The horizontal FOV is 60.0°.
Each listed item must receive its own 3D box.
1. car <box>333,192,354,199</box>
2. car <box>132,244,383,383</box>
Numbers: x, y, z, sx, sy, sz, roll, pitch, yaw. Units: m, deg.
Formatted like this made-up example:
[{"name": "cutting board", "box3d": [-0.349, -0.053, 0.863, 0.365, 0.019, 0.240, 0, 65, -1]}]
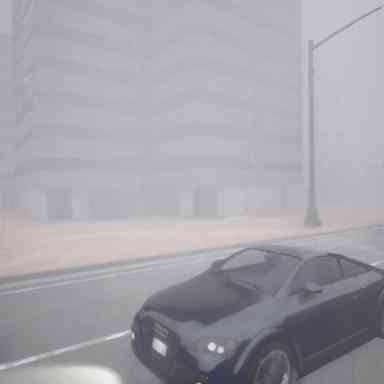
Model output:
[{"name": "car", "box3d": [37.224, 0.884, 82.691, 1.970, 1.475, 3.806, -1, -1, -37]}, {"name": "car", "box3d": [1.253, 1.523, 4.889, 4.181, 1.385, 1.994, -1, 0, -36]}]
